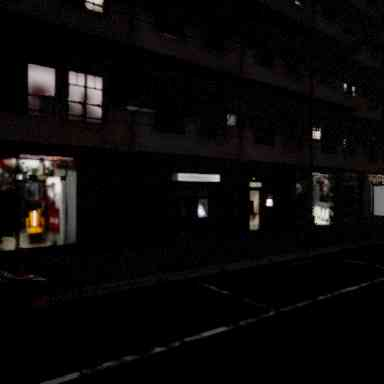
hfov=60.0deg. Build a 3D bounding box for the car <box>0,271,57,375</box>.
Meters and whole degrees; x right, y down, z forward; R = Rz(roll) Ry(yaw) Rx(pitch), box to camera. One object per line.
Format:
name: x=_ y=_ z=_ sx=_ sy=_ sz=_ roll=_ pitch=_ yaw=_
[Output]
car: x=-3.816 y=1.582 z=3.835 sx=4.206 sy=1.307 sz=1.802 roll=0 pitch=0 yaw=-36
